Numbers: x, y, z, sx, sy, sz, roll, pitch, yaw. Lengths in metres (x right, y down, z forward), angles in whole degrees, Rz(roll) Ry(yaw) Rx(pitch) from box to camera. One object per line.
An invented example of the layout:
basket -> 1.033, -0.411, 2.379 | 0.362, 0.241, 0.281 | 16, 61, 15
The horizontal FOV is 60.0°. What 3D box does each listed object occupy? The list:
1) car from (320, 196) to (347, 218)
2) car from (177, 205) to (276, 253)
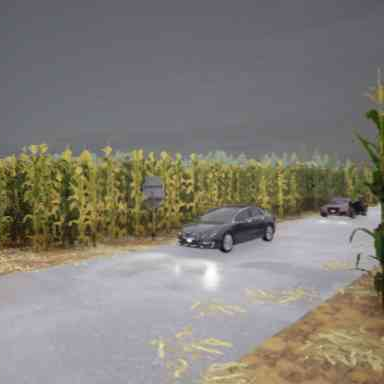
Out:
car -> 10.245, 0.968, 22.421 | 1.994, 1.385, 4.181 | -1, 1, 43
car -> 1.504, 1.293, 12.911 | 1.837, 1.490, 4.892 | -1, 1, 41
